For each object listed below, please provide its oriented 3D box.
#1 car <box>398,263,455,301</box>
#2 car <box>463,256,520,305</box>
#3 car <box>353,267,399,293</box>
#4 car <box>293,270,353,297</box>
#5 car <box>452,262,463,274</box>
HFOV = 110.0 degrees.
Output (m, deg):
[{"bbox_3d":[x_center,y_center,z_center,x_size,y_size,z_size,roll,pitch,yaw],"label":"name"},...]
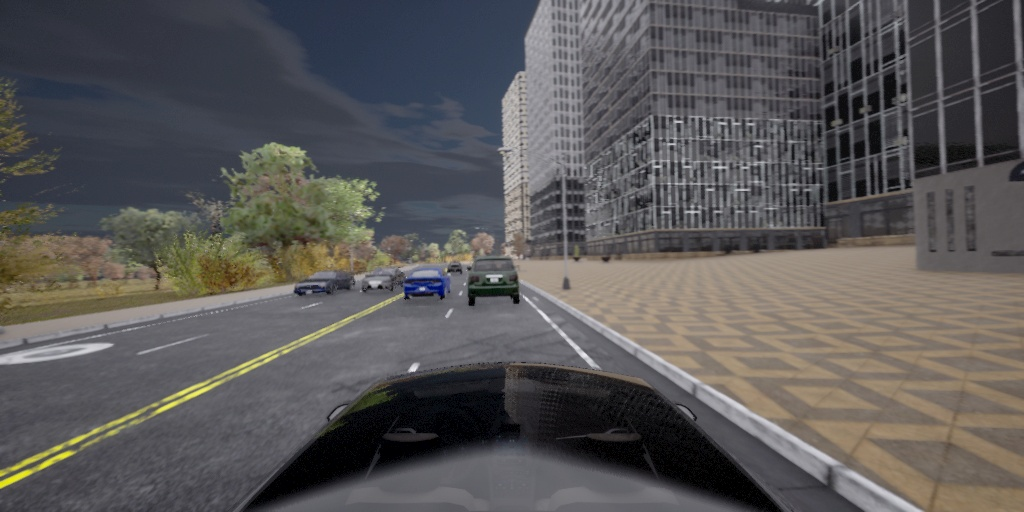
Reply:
[{"bbox_3d":[-4.300,1.363,18.763,1.882,1.535,5.008,-1,0,-5],"label":"car"},{"bbox_3d":[-0.899,1.027,16.690,2.150,2.045,5.566,-1,0,-4],"label":"car"},{"bbox_3d":[-8.176,1.477,23.181,2.128,1.511,4.902,-1,0,-5],"label":"car"},{"bbox_3d":[-11.342,1.603,22.229,2.033,1.411,5.357,-1,0,-5],"label":"car"},{"bbox_3d":[-7.327,1.543,46.306,1.837,1.490,4.892,-1,0,-8],"label":"car"}]
